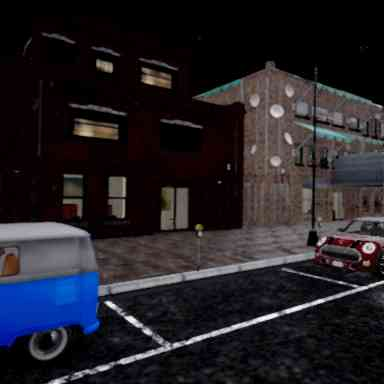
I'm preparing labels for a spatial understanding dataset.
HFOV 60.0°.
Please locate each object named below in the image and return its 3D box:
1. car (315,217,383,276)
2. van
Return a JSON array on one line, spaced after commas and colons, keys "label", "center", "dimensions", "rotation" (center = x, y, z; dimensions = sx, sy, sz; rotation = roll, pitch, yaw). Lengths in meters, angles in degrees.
[{"label": "car", "center": [5.801, 1.552, 10.679], "dimensions": [4.097, 1.590, 1.967], "rotation": [1, 0, -35]}, {"label": "van", "center": [-3.225, 1.339, 4.244], "dimensions": [3.998, 1.788, 1.690], "rotation": [1, 0, -35]}]
